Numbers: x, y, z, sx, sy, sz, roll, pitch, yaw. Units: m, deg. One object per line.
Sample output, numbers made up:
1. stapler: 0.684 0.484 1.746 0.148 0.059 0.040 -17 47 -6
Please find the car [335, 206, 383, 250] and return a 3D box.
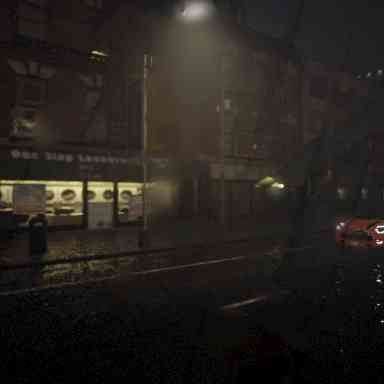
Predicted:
1. car: 8.050 1.391 14.025 4.553 1.767 2.097 0 0 -35
